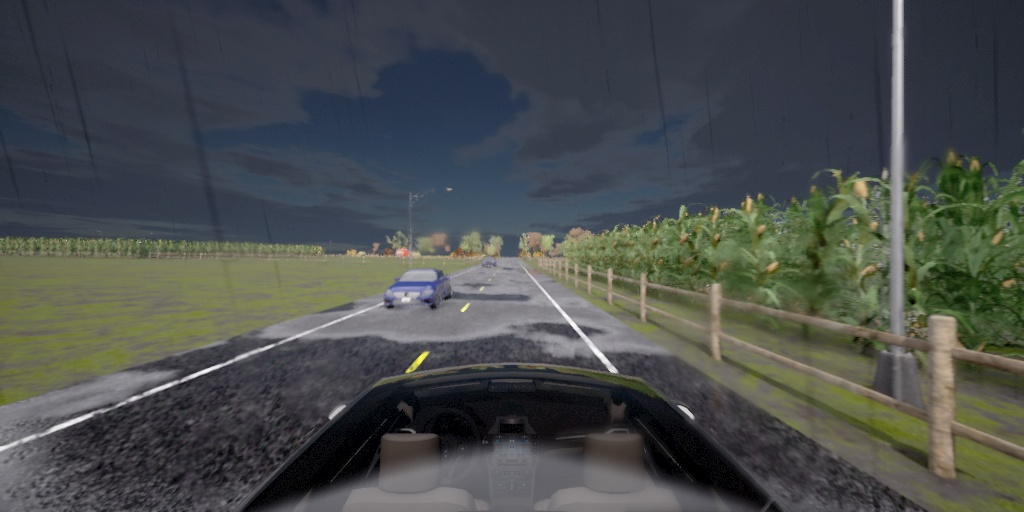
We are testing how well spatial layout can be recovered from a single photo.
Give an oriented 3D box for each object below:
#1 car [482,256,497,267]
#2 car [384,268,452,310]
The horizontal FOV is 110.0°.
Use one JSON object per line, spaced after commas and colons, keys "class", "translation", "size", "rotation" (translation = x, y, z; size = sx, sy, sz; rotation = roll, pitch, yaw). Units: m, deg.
{"class": "car", "translation": [-3.570, 0.844, 56.636], "size": [2.097, 1.767, 4.553], "rotation": [0, 0, 0]}
{"class": "car", "translation": [-3.601, 1.217, 14.485], "size": [1.812, 1.442, 4.674], "rotation": [0, 0, 0]}
